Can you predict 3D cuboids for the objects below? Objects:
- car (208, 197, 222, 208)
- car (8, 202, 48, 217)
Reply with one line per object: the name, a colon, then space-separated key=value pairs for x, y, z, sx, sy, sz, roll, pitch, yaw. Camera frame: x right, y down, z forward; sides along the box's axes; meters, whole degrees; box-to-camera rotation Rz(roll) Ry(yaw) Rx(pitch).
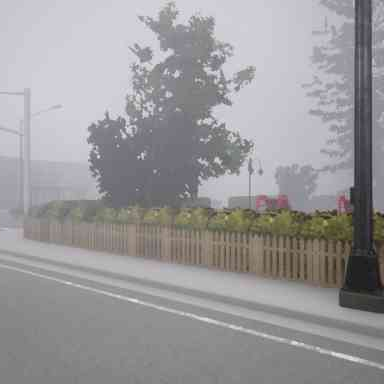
car: x=2.560 y=1.491 z=47.286 sx=2.128 sy=1.511 sz=4.902 roll=0 pitch=0 yaw=35
car: x=-13.989 y=1.601 z=30.301 sx=1.895 sy=1.301 sz=4.718 roll=0 pitch=0 yaw=35
